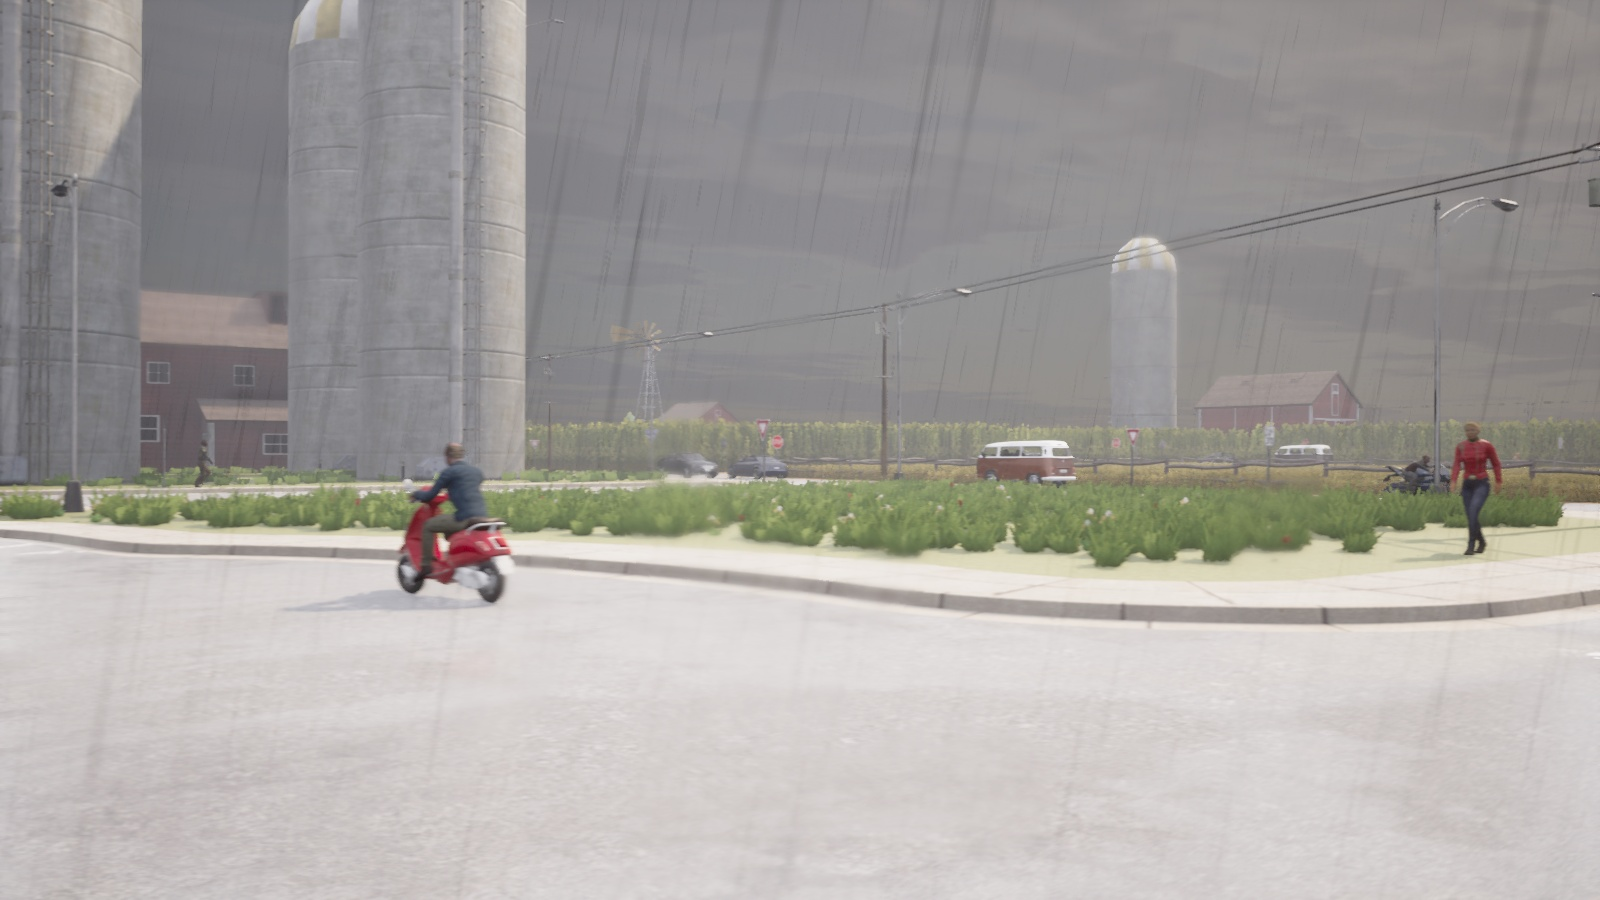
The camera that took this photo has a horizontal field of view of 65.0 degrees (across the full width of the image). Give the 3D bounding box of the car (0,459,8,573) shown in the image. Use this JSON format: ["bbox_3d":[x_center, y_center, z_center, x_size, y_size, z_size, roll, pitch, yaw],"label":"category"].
[{"bbox_3d":[-12.405,0.833,14.994,4.674,1.442,1.812,0,0,-6],"label":"car"}]

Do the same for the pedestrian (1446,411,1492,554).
[{"bbox_3d":[8.837,0.422,16.578,0.636,1.846,0.331,0,0,-41],"label":"pedestrian"}]

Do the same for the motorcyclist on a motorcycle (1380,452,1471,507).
[{"bbox_3d":[18.076,0.831,36.348,0.866,1.530,2.191,0,0,-37],"label":"motorcyclist on a motorcycle"}]

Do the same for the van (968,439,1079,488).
[{"bbox_3d":[9.604,0.581,54.317,2.069,2.038,4.480,0,0,-38],"label":"van"}]

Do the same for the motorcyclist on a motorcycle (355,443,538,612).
[{"bbox_3d":[-3.600,0.737,12.736,1.817,1.590,0.866,0,0,38],"label":"motorcyclist on a motorcycle"}]

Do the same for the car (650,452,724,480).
[{"bbox_3d":[-6.480,0.890,71.679,2.128,1.511,4.902,0,0,-34],"label":"car"}]

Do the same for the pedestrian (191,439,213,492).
[{"bbox_3d":[-22.134,0.561,46.455,0.692,1.930,0.395,0,0,-30],"label":"pedestrian"}]

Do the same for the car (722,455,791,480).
[{"bbox_3d":[-2.516,0.991,72.062,1.994,1.385,4.181,0,0,-35],"label":"car"}]
